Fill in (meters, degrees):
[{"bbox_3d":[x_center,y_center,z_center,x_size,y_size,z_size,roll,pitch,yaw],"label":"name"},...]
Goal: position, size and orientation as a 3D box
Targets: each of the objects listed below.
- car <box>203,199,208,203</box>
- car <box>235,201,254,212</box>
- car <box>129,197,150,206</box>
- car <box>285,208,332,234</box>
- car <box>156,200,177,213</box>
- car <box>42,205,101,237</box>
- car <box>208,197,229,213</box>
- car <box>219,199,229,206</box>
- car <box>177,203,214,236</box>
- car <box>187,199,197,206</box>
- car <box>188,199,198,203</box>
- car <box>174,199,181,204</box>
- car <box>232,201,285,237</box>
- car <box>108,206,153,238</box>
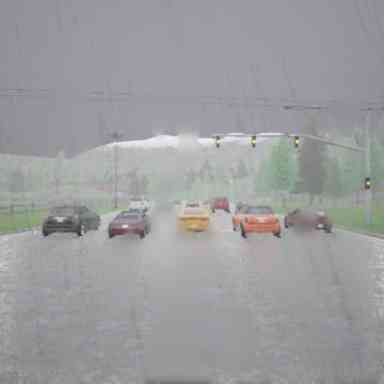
[{"bbox_3d":[3.514,2.215,73.980,1.812,1.442,4.674,0,-1,0],"label":"car"},{"bbox_3d":[7.107,1.950,45.455,1.812,1.442,4.674,0,-1,0],"label":"car"},{"bbox_3d":[-6.893,1.631,43.721,2.150,2.045,5.566,0,-1,0],"label":"car"},{"bbox_3d":[7.103,1.719,20.706,1.812,1.442,4.674,0,-1,0],"label":"car"},{"bbox_3d":[-3.393,2.002,42.902,1.895,1.301,4.718,0,-1,0],"label":"car"},{"bbox_3d":[-6.897,1.536,19.519,2.097,1.767,4.553,0,-1,0],"label":"car"},{"bbox_3d":[3.607,1.630,43.774,2.150,2.045,5.566,0,-1,0],"label":"car"},{"bbox_3d":[7.014,2.212,73.710,1.812,1.442,4.674,0,-1,0],"label":"car"},{"bbox_3d":[0.103,1.665,19.980,1.882,1.535,5.008,0,-1,0],"label":"car"},{"bbox_3d":[0.014,2.229,73.756,2.033,1.411,5.357,0,-1,0],"label":"car"},{"bbox_3d":[0.095,1.951,45.461,1.812,1.442,4.674,0,-1,0],"label":"car"},{"bbox_3d":[-3.486,2.245,74.160,1.994,1.385,4.181,0,-1,0],"label":"car"},{"bbox_3d":[3.604,1.533,19.347,2.097,1.767,4.553,0,-1,0],"label":"car"},{"bbox_3d":[-3.398,1.742,18.962,1.994,1.385,4.181,0,-1,0],"label":"car"}]
